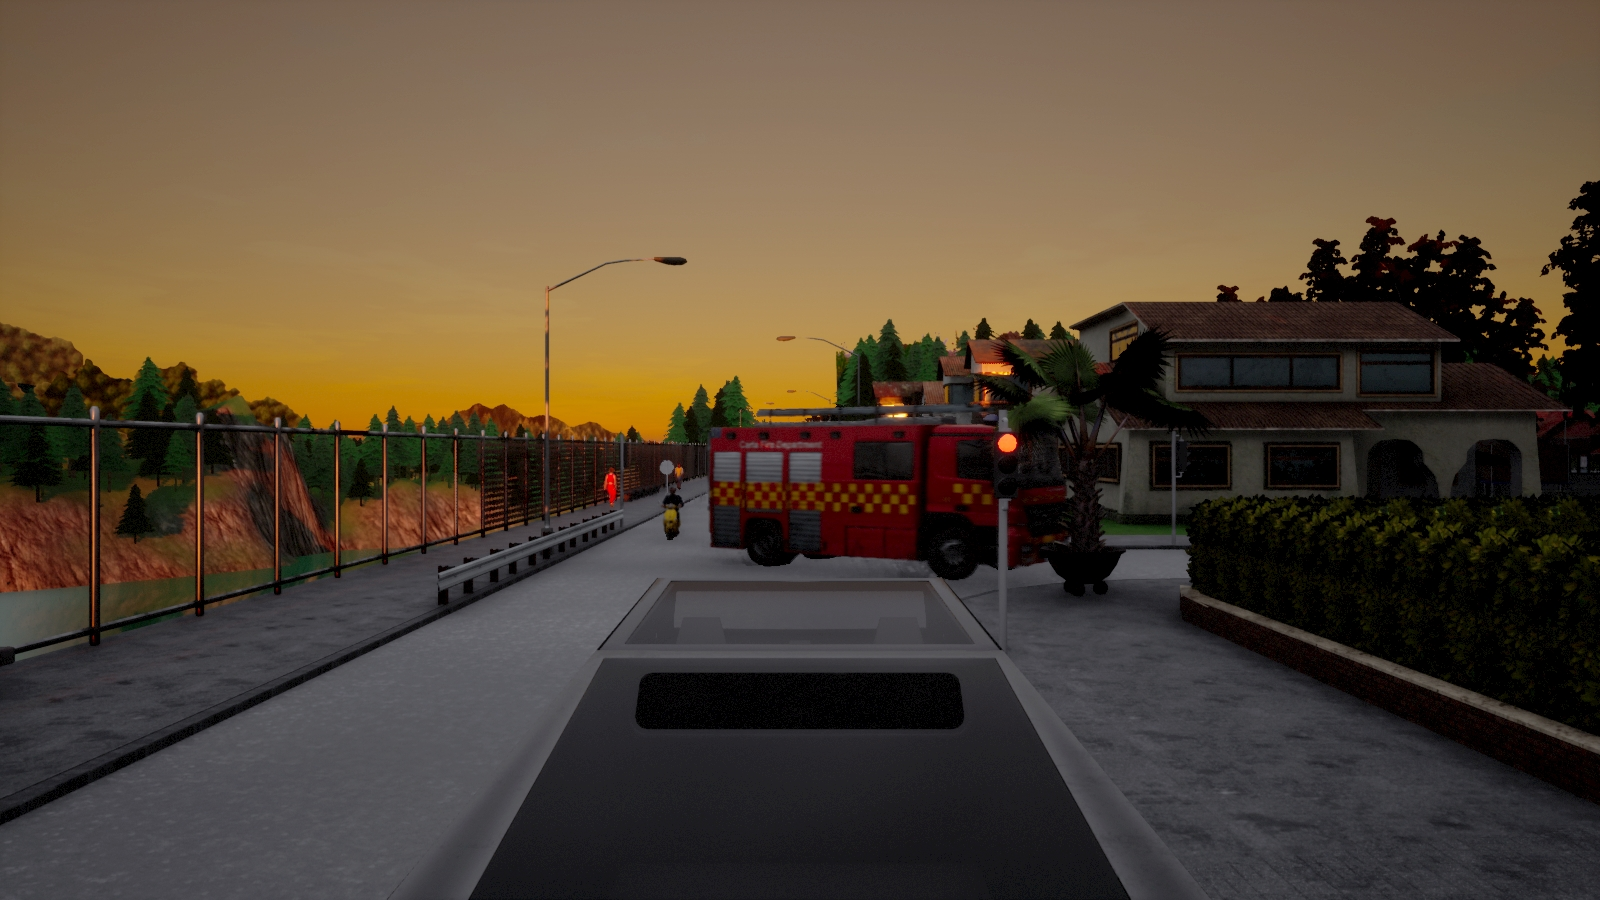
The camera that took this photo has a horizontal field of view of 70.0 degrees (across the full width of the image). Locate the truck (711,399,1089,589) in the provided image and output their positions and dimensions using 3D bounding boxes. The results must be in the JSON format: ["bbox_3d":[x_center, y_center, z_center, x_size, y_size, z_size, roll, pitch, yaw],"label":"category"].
[{"bbox_3d":[2.125,0.880,26.632,8.468,3.827,2.891,0,0,36],"label":"truck"}]

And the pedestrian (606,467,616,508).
[{"bbox_3d":[-8.717,1.724,52.664,0.375,1.860,0.375,0,0,8],"label":"pedestrian"}]

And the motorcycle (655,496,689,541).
[{"bbox_3d":[-4.001,2.128,35.818,0.856,1.316,1.805,0,0,0],"label":"motorcycle"}]

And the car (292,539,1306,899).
[{"bbox_3d":[-0.001,1.751,5.830,2.390,2.098,6.274,0,0,0],"label":"car"}]

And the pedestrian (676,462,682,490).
[{"bbox_3d":[-8.050,1.718,76.198,0.375,1.860,0.375,0,0,-3],"label":"pedestrian"}]
